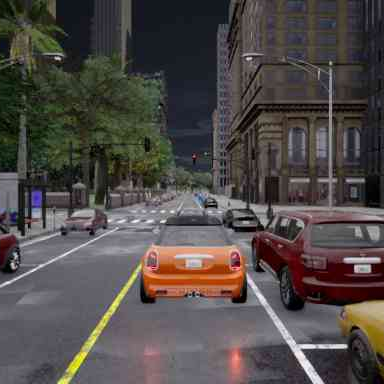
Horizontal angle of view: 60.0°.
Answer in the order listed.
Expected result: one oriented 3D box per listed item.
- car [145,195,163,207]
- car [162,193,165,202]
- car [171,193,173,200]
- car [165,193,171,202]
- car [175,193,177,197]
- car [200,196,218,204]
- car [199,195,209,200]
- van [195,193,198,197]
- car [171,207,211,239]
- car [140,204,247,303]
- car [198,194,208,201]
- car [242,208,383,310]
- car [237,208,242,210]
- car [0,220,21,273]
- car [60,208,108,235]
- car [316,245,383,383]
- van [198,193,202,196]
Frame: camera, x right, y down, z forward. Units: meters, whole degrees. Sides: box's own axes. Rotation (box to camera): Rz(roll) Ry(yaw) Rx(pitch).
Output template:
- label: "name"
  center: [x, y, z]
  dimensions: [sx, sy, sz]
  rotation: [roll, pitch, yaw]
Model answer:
- label: "car"
  center: [-6.026, 1.521, 50.400]
  dimensions: [2.008, 1.369, 4.403]
  rotation: [0, 0, 0]
- label: "car"
  center: [-6.055, 1.405, 55.820]
  dimensions: [1.967, 1.590, 4.097]
  rotation: [0, 0, 0]
- label: "car"
  center: [-6.170, 1.252, 77.501]
  dimensions: [2.192, 1.841, 5.009]
  rotation: [0, 0, 0]
- label: "car"
  center: [-6.141, 1.386, 72.081]
  dimensions: [1.967, 1.590, 4.097]
  rotation: [0, 0, 0]
- label: "car"
  center: [-6.256, 1.225, 93.762]
  dimensions: [2.192, 1.841, 5.009]
  rotation: [0, 0, 0]
- label: "car"
  center: [2.528, 1.541, 45.005]
  dimensions: [1.947, 1.339, 4.313]
  rotation: [0, 0, 0]
- label: "car"
  center: [2.499, 1.536, 50.425]
  dimensions: [1.947, 1.339, 4.313]
  rotation: [0, 0, 0]
- label: "van"
  center: [2.326, 1.270, 82.947]
  dimensions: [1.690, 1.788, 3.998]
  rotation: [0, 0, 0]
- label: "car"
  center: [-0.031, 1.595, 18.158]
  dimensions: [1.895, 1.301, 4.718]
  rotation: [0, 0, 0]
- label: "car"
  center: [0.032, 1.350, 8.339]
  dimensions: [2.097, 1.767, 4.553]
  rotation: [0, 0, 0]
- label: "car"
  center: [2.469, 1.490, 56.016]
  dimensions: [1.752, 1.417, 4.829]
  rotation: [0, 0, 0]
- label: "car"
  center: [2.724, 1.313, 7.718]
  dimensions: [2.192, 1.841, 5.009]
  rotation: [0, 0, 0]
- label: "car"
  center: [2.667, 1.559, 18.569]
  dimensions: [1.947, 1.339, 4.313]
  rotation: [0, 0, 0]
- label: "car"
  center: [-5.801, 1.438, 7.689]
  dimensions: [1.967, 1.590, 4.097]
  rotation: [0, 0, 0]
- label: "car"
  center: [-5.858, 1.575, 18.541]
  dimensions: [1.802, 1.307, 4.206]
  rotation: [0, 0, 0]
- label: "car"
  center: [2.752, 1.525, 2.463]
  dimensions: [1.752, 1.417, 4.829]
  rotation: [0, 0, 0]
- label: "van"
  center: [2.441, 1.300, 61.266]
  dimensions: [1.690, 1.788, 3.998]
  rotation: [0, 0, 0]
